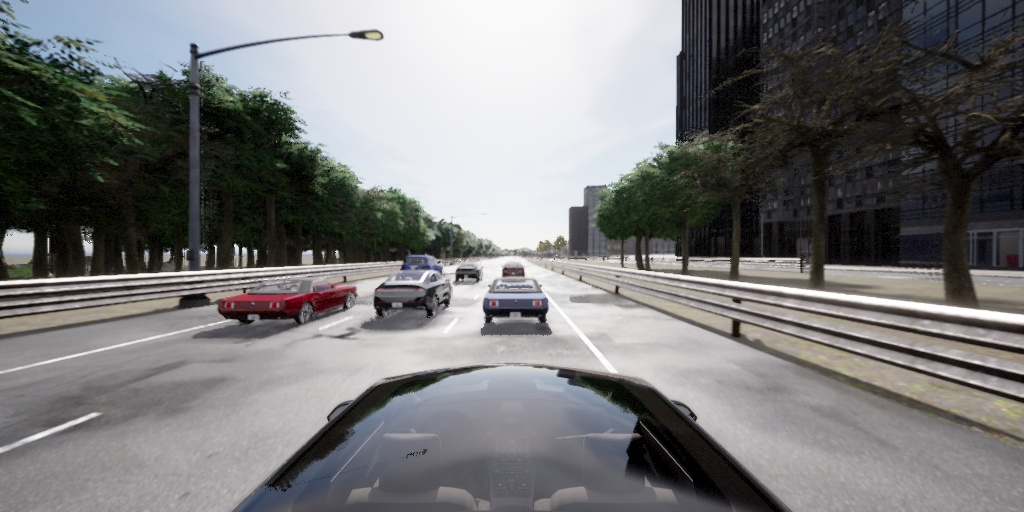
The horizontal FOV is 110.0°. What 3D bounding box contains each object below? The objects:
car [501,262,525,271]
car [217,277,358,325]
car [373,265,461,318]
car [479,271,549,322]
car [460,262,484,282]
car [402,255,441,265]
[{"bbox_3d":[0.114,1.211,30.249,1.882,1.535,5.008,0,0,0],"label":"car"},{"bbox_3d":[-6.895,1.348,11.801,1.895,1.301,4.718,0,0,0],"label":"car"},{"bbox_3d":[-3.395,1.237,13.033,2.128,1.511,4.902,0,0,0],"label":"car"},{"bbox_3d":[0.105,1.347,12.203,1.895,1.301,4.718,0,0,0],"label":"car"},{"bbox_3d":[-3.386,1.239,28.841,1.837,1.490,4.892,0,0,0],"label":"car"},{"bbox_3d":[-6.886,0.957,27.810,2.150,2.045,5.566,0,0,0],"label":"car"}]
